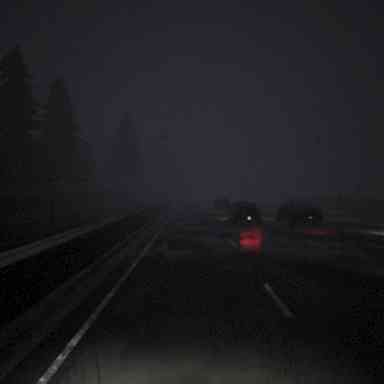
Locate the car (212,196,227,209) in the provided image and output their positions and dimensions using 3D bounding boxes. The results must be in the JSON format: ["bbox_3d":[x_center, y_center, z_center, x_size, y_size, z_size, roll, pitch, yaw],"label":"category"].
[{"bbox_3d":[3.587,1.280,40.816,1.882,1.535,5.008,0,1,0],"label":"car"}]

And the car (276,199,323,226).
[{"bbox_3d":[7.093,1.369,22.375,1.882,1.535,5.008,0,0,0],"label":"car"}]

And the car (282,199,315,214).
[{"bbox_3d":[10.590,1.403,33.346,1.994,1.385,4.181,0,0,0],"label":"car"}]

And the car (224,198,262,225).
[{"bbox_3d":[3.591,1.391,23.220,1.837,1.490,4.892,0,0,0],"label":"car"}]
